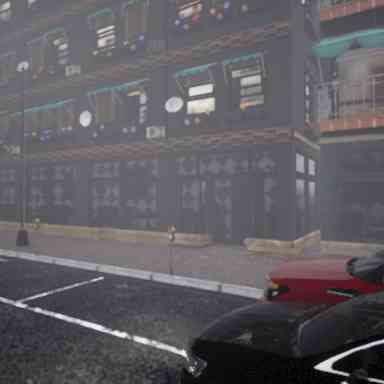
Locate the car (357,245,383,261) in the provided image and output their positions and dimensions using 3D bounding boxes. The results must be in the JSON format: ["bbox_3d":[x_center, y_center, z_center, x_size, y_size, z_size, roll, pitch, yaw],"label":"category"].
[{"bbox_3d":[3.338,1.360,4.074,5.009,1.841,2.192,0,-1,31],"label":"car"}]

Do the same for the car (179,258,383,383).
[{"bbox_3d":[2.186,1.535,2.587,4.892,1.490,1.837,0,-1,31],"label":"car"}]
